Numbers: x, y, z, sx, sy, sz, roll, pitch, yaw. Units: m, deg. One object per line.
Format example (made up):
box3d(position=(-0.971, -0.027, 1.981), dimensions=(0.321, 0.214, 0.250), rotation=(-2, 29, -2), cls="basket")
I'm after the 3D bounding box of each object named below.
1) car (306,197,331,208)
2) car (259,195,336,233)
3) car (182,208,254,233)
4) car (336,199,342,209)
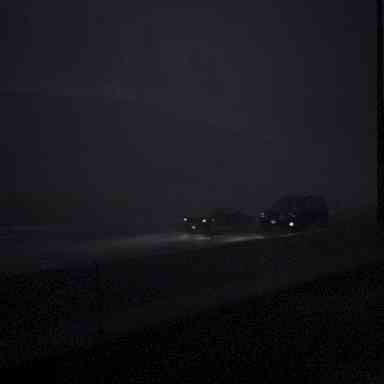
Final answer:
box3d(position=(18.377, 1.466, 48.215), dimensions=(1.994, 1.385, 4.181), rotation=(-1, 0, 43), cls="car")
box3d(position=(6.127, 1.194, 19.472), dimensions=(2.150, 2.045, 5.566), rotation=(-1, 0, 43), cls="car")
box3d(position=(1.617, 1.613, 19.787), dimensions=(1.895, 1.301, 4.718), rotation=(-1, 0, 44), cls="car")
box3d(position=(17.040, 1.454, 41.617), dimensions=(2.033, 1.411, 5.357), rotation=(-1, 0, 43), cls="car")
